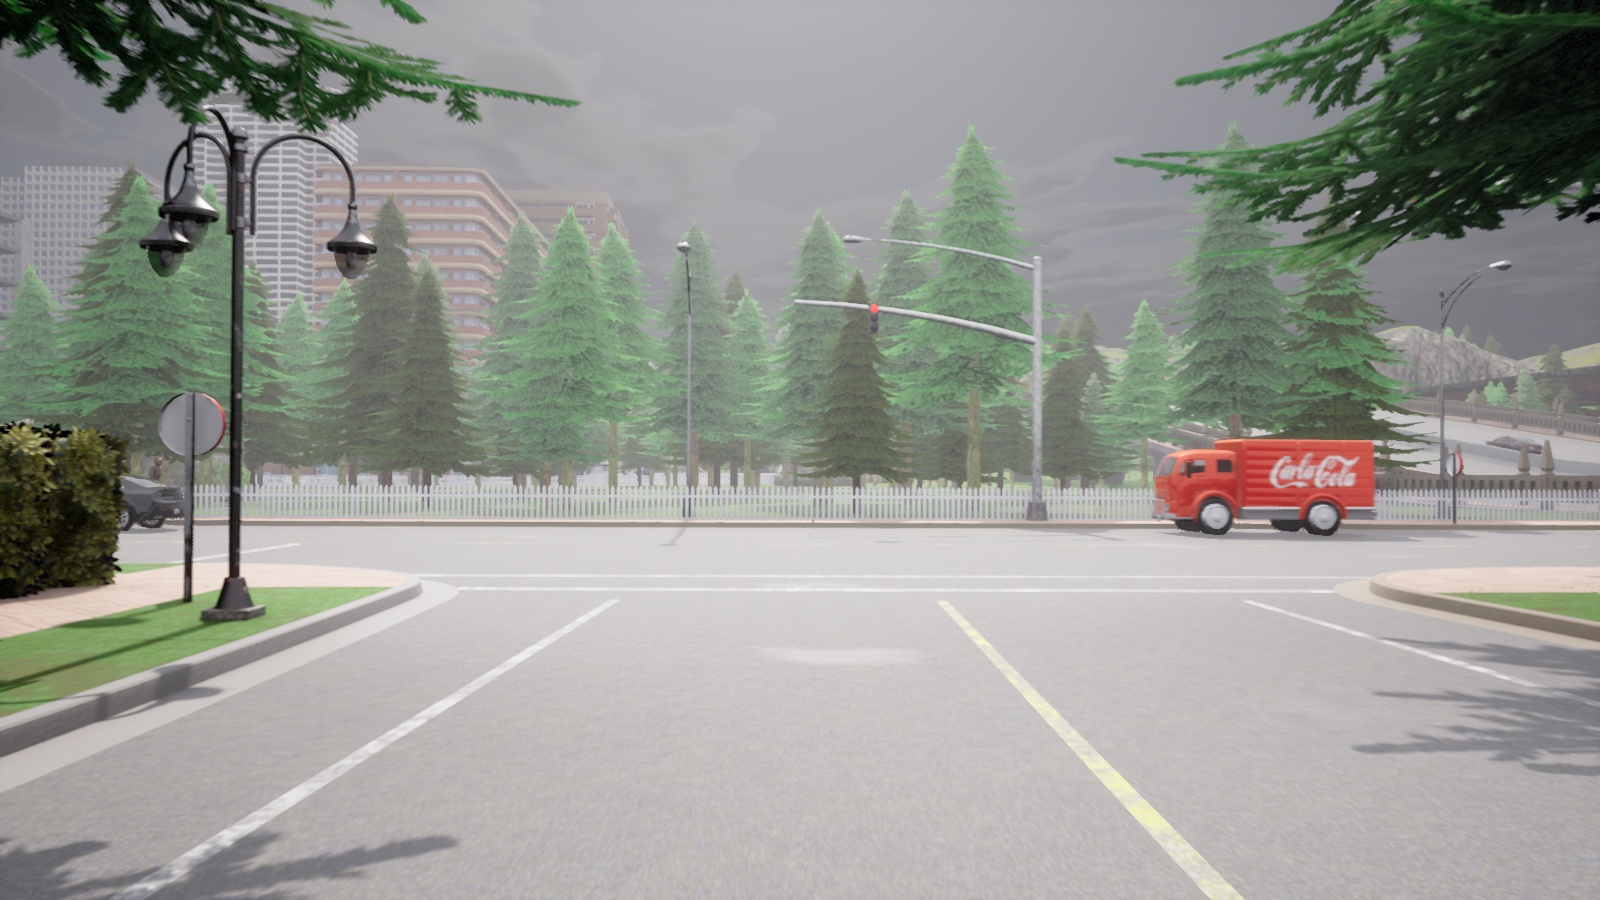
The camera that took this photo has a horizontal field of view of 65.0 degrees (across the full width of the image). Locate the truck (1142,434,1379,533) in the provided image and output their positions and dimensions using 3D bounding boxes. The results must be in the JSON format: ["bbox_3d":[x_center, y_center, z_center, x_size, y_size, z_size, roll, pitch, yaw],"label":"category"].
[{"bbox_3d":[11.937,0.868,32.899,5.204,2.467,2.627,0,-1,-1],"label":"truck"}]

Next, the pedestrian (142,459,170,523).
[{"bbox_3d":[-18.740,1.202,36.563,0.634,1.846,0.331,0,-1,0],"label":"pedestrian"}]

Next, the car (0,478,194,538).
[{"bbox_3d":[-18.597,1.480,32.510,4.892,1.490,1.837,0,-1,-1],"label":"car"}]
